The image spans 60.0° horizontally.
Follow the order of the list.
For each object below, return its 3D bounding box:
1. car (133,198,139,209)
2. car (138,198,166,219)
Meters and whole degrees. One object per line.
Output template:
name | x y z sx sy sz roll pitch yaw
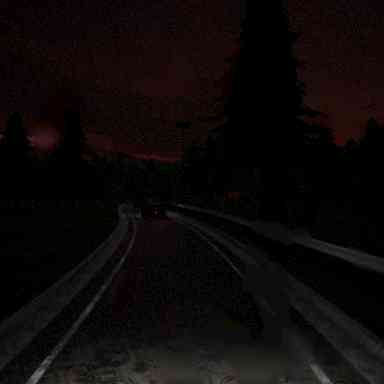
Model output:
car | -7.523 1.640 47.884 2.128 1.511 4.902 0 0 -12
car | -3.543 1.568 30.118 1.882 1.535 5.008 0 0 -12
